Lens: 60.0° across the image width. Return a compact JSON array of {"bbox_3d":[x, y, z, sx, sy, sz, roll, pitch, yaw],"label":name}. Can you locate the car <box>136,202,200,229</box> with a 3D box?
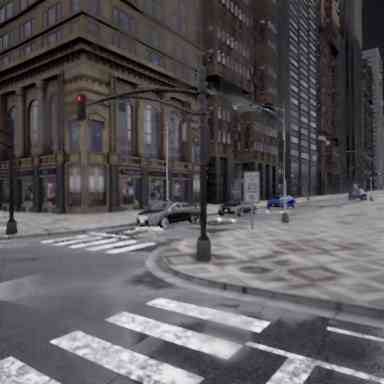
[{"bbox_3d":[-1.433,1.375,21.103,2.128,1.511,4.902,0,1,36],"label":"car"}]

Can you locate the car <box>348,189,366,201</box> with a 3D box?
[{"bbox_3d":[28.326,0.428,56.974,2.150,2.045,5.566,0,1,36],"label":"car"}]

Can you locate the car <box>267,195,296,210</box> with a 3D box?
[{"bbox_3d":[9.976,1.085,36.945,1.882,1.535,5.008,0,1,36],"label":"car"}]

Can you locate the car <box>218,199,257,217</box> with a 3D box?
[{"bbox_3d":[3.922,1.317,28.538,1.994,1.385,4.181,0,1,36],"label":"car"}]
